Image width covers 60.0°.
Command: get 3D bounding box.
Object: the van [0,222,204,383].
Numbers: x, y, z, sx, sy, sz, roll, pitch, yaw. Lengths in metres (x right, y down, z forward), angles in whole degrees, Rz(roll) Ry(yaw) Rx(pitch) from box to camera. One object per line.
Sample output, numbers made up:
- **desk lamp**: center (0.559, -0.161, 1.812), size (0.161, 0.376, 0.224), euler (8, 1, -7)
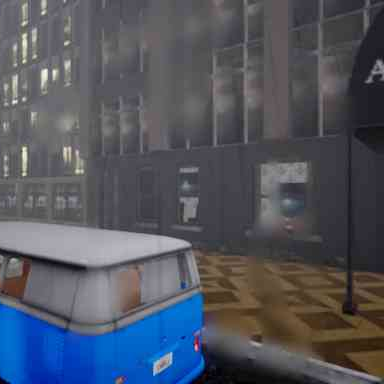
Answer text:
- **van**: center (-1.774, 1.334, 4.131), size (3.998, 1.788, 1.690), euler (0, 0, 35)
